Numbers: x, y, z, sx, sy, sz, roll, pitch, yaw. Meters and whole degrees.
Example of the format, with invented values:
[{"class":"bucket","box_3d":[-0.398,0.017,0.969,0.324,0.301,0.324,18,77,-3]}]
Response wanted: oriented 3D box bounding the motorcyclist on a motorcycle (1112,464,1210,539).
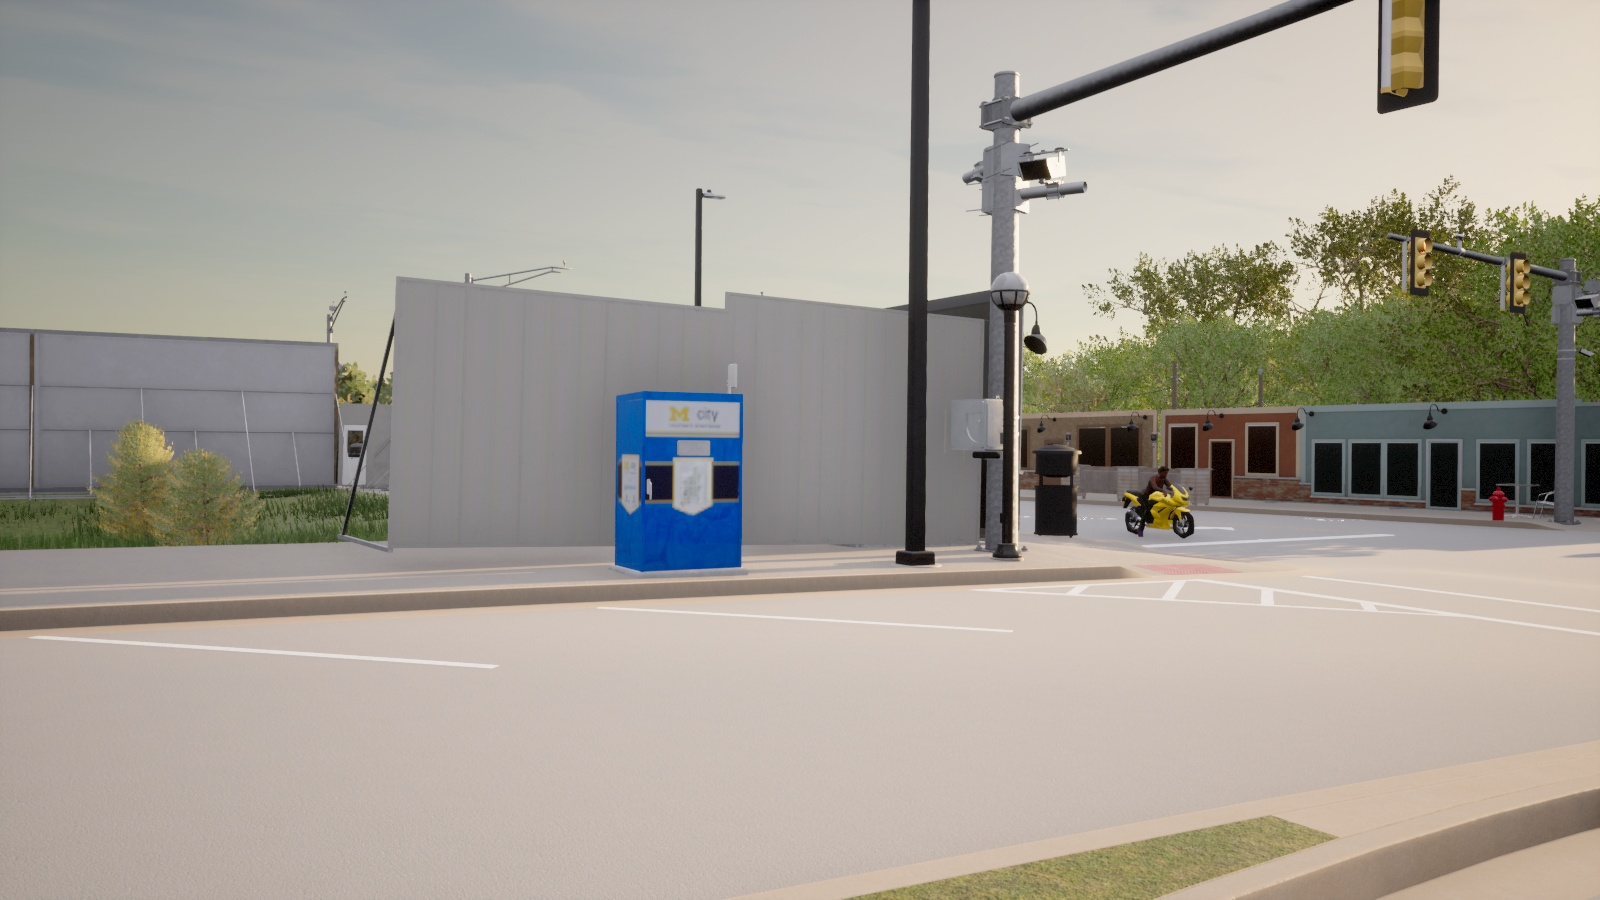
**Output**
[{"class":"motorcyclist on a motorcycle","box_3d":[7.668,1.064,26.778,0.797,1.523,2.044,0,0,-29]}]
